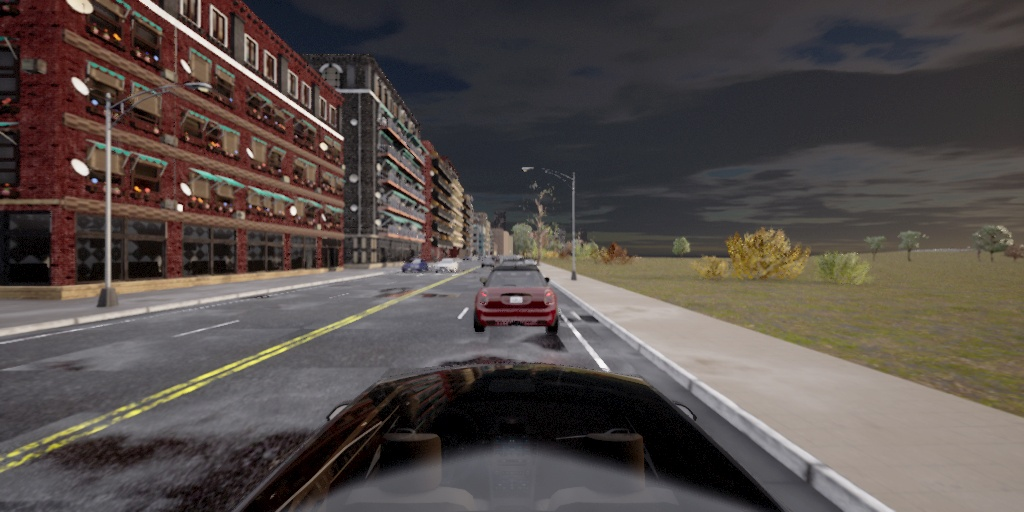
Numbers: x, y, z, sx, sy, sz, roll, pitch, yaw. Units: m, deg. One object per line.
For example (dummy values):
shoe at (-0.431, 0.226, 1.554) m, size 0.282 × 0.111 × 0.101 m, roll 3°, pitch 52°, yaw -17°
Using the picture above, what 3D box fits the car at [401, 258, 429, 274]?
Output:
car at (-9.850, 0.984, 36.737) m, size 1.812 × 1.442 × 4.674 m, roll 0°, pitch 0°, yaw 0°

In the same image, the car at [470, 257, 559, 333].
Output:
car at (0.092, 1.030, 10.573) m, size 2.097 × 1.767 × 4.553 m, roll 0°, pitch 1°, yaw 0°

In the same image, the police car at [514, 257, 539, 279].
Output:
police car at (1.132, 0.933, 30.840) m, size 1.930 × 1.638 × 5.238 m, roll 0°, pitch 0°, yaw 0°

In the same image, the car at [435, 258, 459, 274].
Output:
car at (-6.607, 0.984, 36.751) m, size 1.812 × 1.442 × 4.674 m, roll 0°, pitch 0°, yaw 0°
